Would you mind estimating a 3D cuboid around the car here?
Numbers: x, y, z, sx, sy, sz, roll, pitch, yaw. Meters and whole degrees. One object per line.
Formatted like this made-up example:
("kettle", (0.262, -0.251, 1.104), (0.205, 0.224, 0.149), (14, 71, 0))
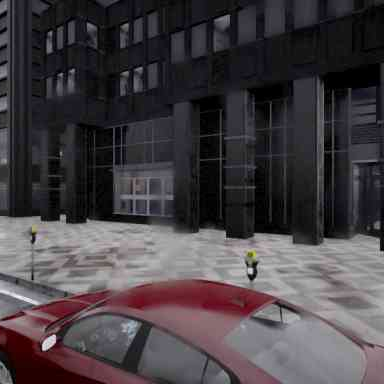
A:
("car", (-0.227, 1.545, 3.123), (4.507, 1.381, 1.887), (0, 0, 35))
